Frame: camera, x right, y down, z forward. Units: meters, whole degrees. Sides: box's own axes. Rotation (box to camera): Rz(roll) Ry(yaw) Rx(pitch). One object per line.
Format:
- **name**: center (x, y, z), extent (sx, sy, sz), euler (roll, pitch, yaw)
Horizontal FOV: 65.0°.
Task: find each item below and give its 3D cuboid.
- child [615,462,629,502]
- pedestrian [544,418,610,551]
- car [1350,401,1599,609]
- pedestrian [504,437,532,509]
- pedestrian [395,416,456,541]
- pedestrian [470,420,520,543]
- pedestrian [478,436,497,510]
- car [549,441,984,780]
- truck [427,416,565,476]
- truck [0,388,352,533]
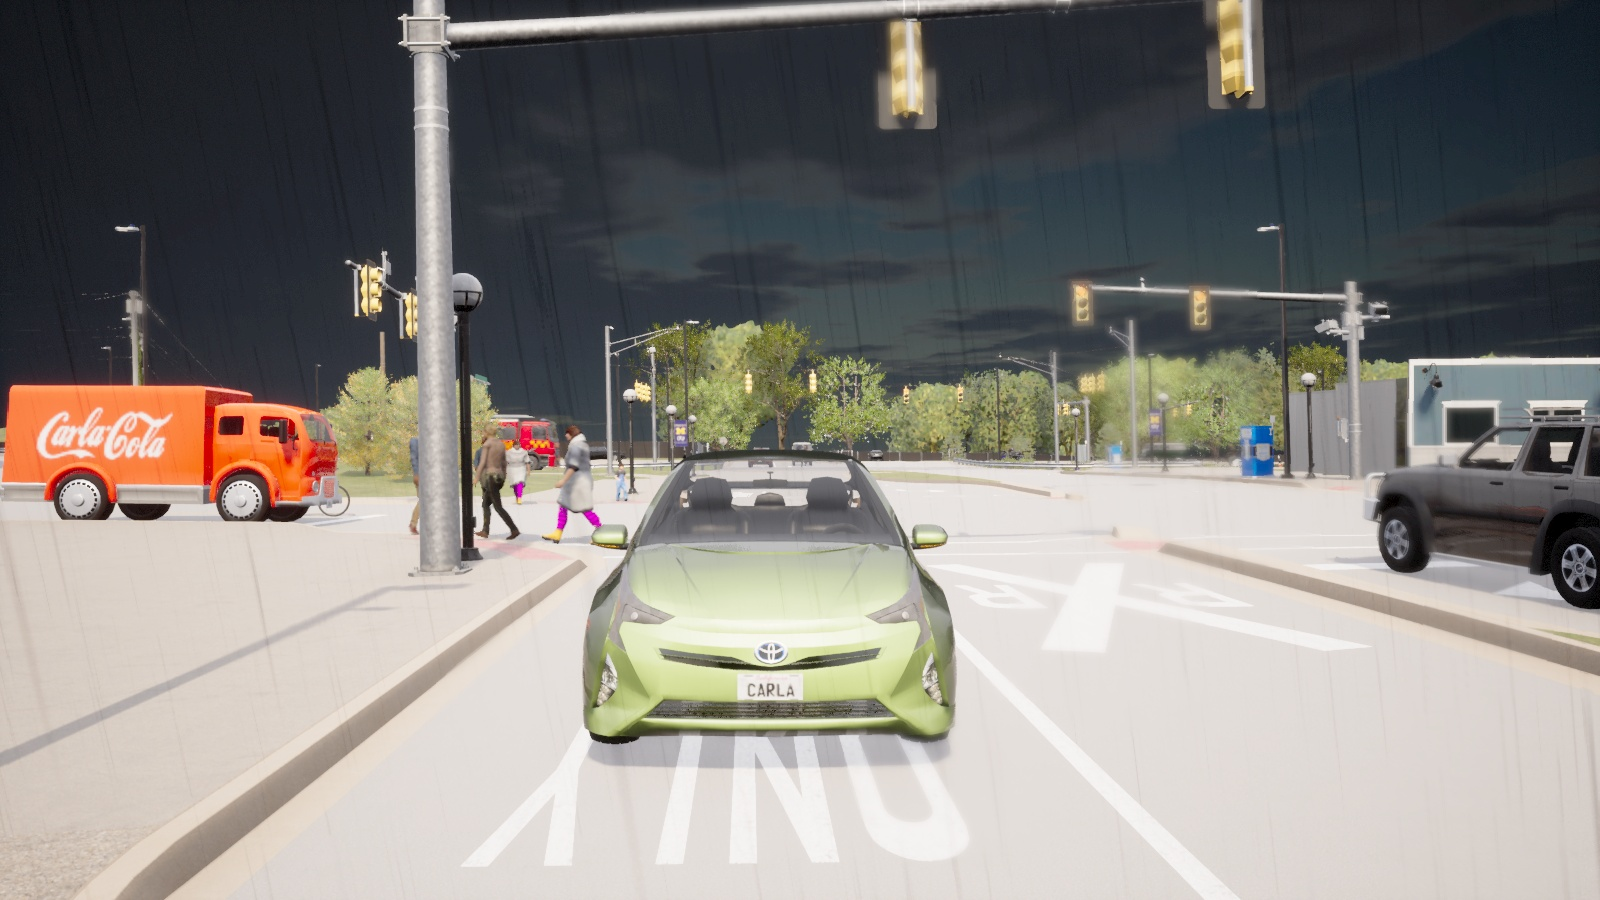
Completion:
- **child**: center (-5.655, 1.010, 39.789), extent (0.270, 1.263, 0.437), euler (-1, -1, -28)
- **pedestrian**: center (-3.370, 0.520, 19.028), extent (0.873, 1.952, 0.659), euler (-2, -1, -6)
- **car**: center (7.885, 0.437, 13.016), extent (1.932, 1.855, 4.605), euler (-1, 1, -7)
- **pedestrian**: center (-7.772, 0.631, 34.678), extent (0.659, 1.952, 0.873), euler (-2, -1, -10)
- **pedestrian**: center (-5.956, 0.458, 19.970), extent (0.788, 1.949, 0.423), euler (-2, -1, 26)
- **pedestrian**: center (-4.673, 0.485, 19.233), extent (0.634, 1.846, 0.331), euler (-2, -1, 27)
- **pedestrian**: center (-7.879, 0.583, 31.642), extent (0.370, 1.835, 0.726), euler (-2, -1, -17)
- **car**: center (-0.205, 0.725, 8.079), extent (2.007, 1.525, 4.514), euler (0, 1, -1)
- **truck**: center (-20.052, -0.253, 83.167), extent (8.468, 3.827, 2.891), euler (0, -1, -3)
- **truck**: center (-11.177, 0.198, 22.731), extent (5.204, 2.467, 2.627), euler (0, -1, -2)
